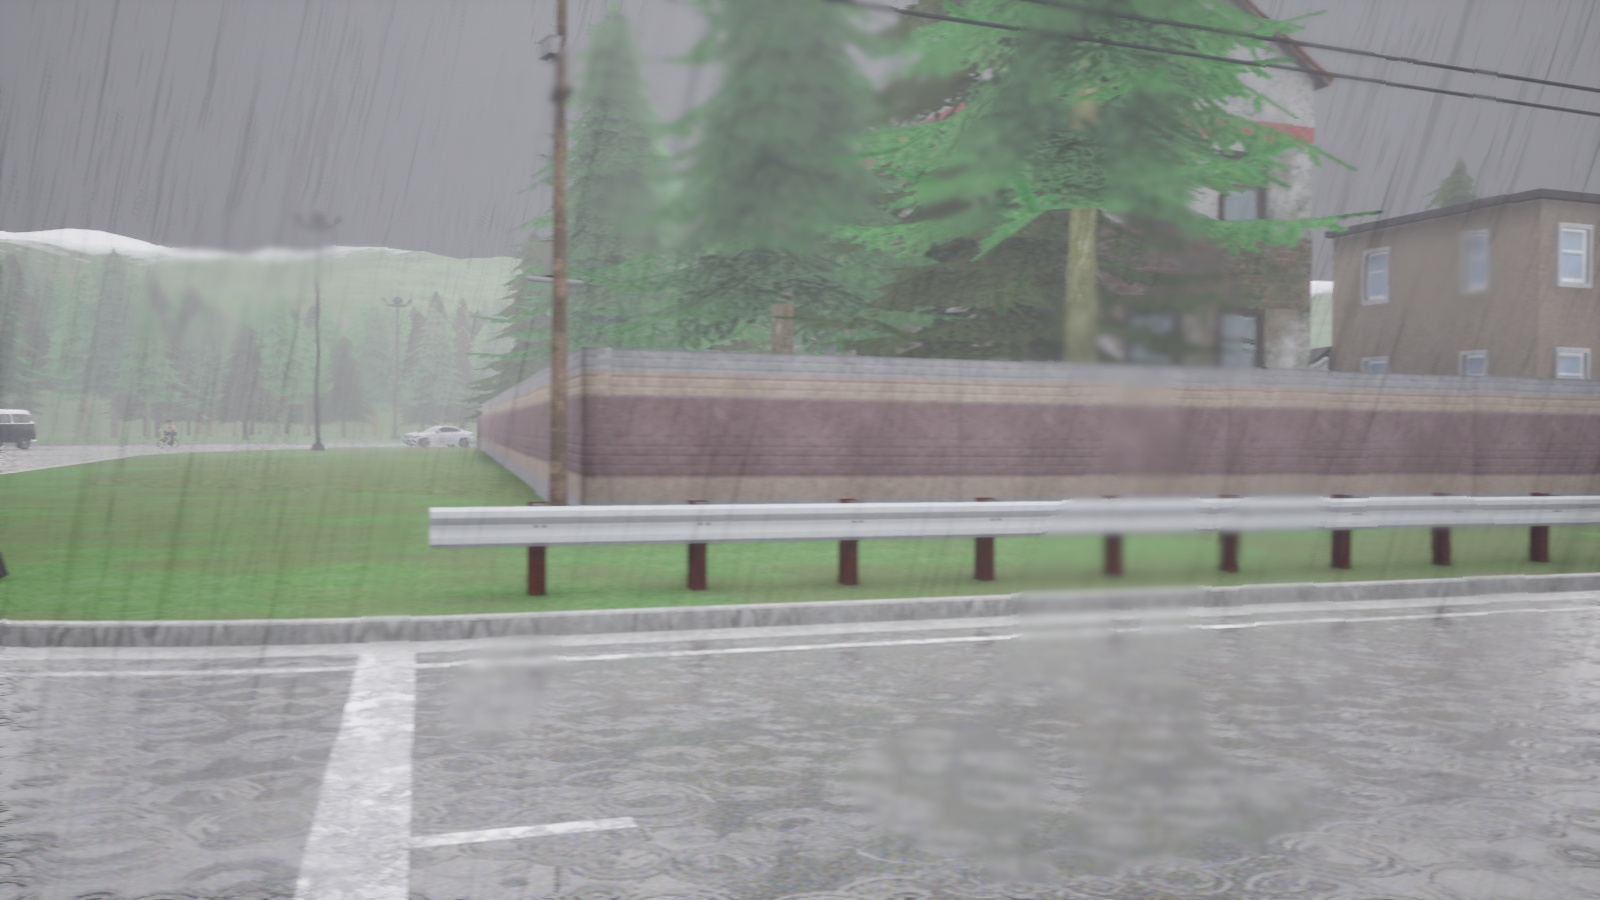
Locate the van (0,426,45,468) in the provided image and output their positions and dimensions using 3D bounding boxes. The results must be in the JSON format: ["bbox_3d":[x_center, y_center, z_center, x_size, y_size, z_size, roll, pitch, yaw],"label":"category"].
[{"bbox_3d":[-39.988,-0.156,62.140,2.069,2.038,4.480,-1,1,8],"label":"van"}]

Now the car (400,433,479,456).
[{"bbox_3d":[-23.486,-0.371,81.981,1.812,1.442,4.674,0,1,44],"label":"car"}]
